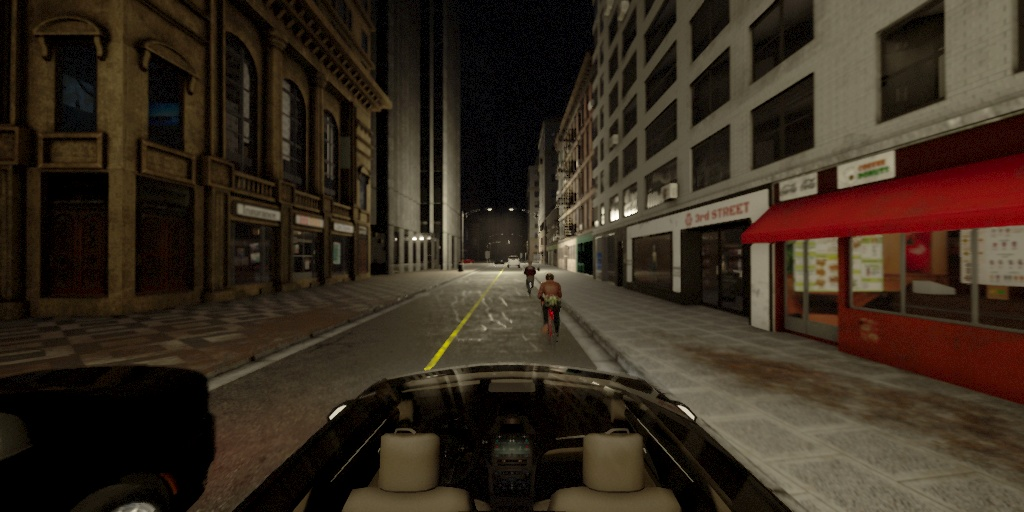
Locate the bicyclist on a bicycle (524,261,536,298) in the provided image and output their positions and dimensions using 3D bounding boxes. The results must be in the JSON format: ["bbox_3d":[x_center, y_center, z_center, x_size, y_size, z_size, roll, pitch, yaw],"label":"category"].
[{"bbox_3d":[0.874,1.124,17.464,0.659,1.776,1.843,0,0,0],"label":"bicyclist on a bicycle"}]

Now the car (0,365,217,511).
[{"bbox_3d":[-3.100,1.232,0.496,1.882,1.535,5.008,0,0,0],"label":"car"}]

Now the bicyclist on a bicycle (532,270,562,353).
[{"bbox_3d":[0.846,1.203,7.869,0.582,1.620,1.656,0,0,0],"label":"bicyclist on a bicycle"}]

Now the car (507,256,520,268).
[{"bbox_3d":[0.283,1.014,63.848,2.150,2.045,5.566,0,-1,0],"label":"car"}]
